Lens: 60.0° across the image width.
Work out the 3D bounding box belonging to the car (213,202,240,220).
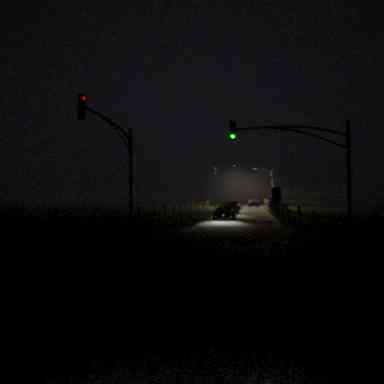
[{"bbox_3d":[3.154,1.901,31.518,1.994,1.385,4.181,-1,-1,11],"label":"car"}]

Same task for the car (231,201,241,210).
[{"bbox_3d":[4.881,1.961,41.384,1.812,1.442,4.674,-1,-1,10],"label":"car"}]

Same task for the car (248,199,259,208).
[{"bbox_3d":[11.240,2.069,60.529,1.882,1.535,5.008,-1,-1,10],"label":"car"}]

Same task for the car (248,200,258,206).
[{"bbox_3d":[12.883,2.287,70.426,1.895,1.301,4.718,-1,-1,10],"label":"car"}]

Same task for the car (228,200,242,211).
[{"bbox_3d":[6.649,2.060,51.383,1.812,1.442,4.674,-1,-1,10],"label":"car"}]
